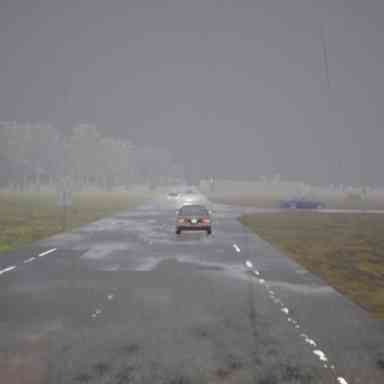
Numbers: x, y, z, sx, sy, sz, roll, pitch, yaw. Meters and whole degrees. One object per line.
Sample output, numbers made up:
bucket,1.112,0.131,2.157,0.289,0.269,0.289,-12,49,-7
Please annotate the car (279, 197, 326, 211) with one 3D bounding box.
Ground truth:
car,11.940,1.254,36.003,5.008,1.535,1.882,1,-1,-7

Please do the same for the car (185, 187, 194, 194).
car,-0.679,-0.311,86.604,2.097,1.767,4.553,0,2,-1

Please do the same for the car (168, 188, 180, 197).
car,-4.019,0.252,71.635,1.882,1.535,5.008,0,2,-1

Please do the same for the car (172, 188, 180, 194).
car,-4.197,-0.256,88.289,1.812,1.442,4.674,0,2,-1

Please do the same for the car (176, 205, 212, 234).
car,0.093,1.425,18.499,2.033,1.411,5.357,0,1,0
